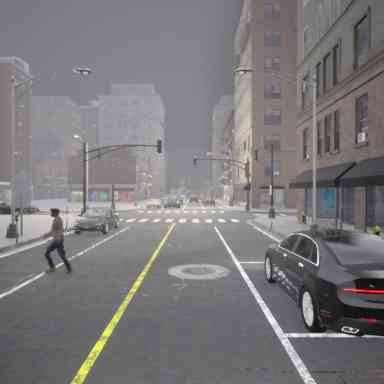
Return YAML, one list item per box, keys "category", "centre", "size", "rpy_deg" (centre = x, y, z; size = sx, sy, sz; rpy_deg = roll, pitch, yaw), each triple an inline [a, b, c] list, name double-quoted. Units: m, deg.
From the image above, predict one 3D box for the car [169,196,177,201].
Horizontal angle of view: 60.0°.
- category: "car"
  centre: [-4.975, 1.589, 85.416]
  size: [1.802, 1.307, 4.206]
  rpy_deg: [0, 0, 0]

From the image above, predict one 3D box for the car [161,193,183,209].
- category: "car"
  centre: [-2.603, 1.355, 44.459]
  size: [2.097, 1.767, 4.553]
  rpy_deg: [0, 0, -1]

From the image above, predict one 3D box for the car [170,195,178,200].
- category: "car"
  centre: [-4.948, 1.533, 90.907]
  size: [1.752, 1.417, 4.829]
  rpy_deg: [0, 0, 0]

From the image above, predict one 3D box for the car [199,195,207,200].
- category: "car"
  centre: [3.077, 1.559, 91.038]
  size: [2.008, 1.369, 4.403]
  rpy_deg: [0, 0, 0]

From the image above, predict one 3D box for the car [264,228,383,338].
- category: "car"
  centre: [2.782, 1.506, 6.773]
  size: [1.837, 1.490, 4.892]
  rpy_deg: [0, 0, 0]

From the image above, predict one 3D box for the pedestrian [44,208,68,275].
- category: "pedestrian"
  centre: [-3.619, 1.293, 8.849]
  size: [0.375, 1.860, 0.375]
  rpy_deg: [0, 0, -8]

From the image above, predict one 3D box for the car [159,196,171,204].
- category: "car"
  centre: [-5.085, 1.554, 62.768]
  size: [2.008, 1.369, 4.403]
  rpy_deg: [0, 0, 0]

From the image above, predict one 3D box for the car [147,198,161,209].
- category: "car"
  centre: [-5.168, 1.527, 45.612]
  size: [1.752, 1.417, 4.829]
  rpy_deg: [0, 0, 0]

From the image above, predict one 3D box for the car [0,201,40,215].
- category: "car"
  centre: [-16.621, 1.524, 30.651]
  size: [4.718, 1.301, 1.895]
  rpy_deg: [0, 0, 0]

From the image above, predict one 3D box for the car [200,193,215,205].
- category: "car"
  centre: [2.913, 1.443, 57.067]
  size: [1.967, 1.590, 4.097]
  rpy_deg: [0, 0, 0]

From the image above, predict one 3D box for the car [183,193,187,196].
- category: "car"
  centre: [-2.388, 1.231, 74.915]
  size: [2.150, 2.045, 5.566]
  rpy_deg: [0, 0, 0]

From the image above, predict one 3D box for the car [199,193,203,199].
- category: "car"
  centre: [2.940, 1.319, 62.729]
  size: [2.192, 1.841, 5.009]
  rpy_deg: [0, 0, 0]

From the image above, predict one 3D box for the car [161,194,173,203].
- category: "car"
  centre: [-5.057, 1.320, 68.430]
  size: [2.192, 1.841, 5.009]
  rpy_deg: [0, 0, 0]

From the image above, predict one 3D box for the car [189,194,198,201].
- category: "car"
  centre: [0.414, 1.362, 85.813]
  size: [2.097, 1.767, 4.553]
  rpy_deg: [0, 0, 0]

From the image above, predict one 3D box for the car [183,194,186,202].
- category: "car"
  centre: [-2.540, 1.508, 59.327]
  size: [1.837, 1.490, 4.892]
  rpy_deg: [0, 0, 1]

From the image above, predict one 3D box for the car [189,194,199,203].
- category: "car"
  centre: [0.353, 1.506, 70.212]
  size: [1.837, 1.490, 4.892]
  rpy_deg: [0, 0, 0]

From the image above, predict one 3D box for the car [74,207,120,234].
- category: "car"
  centre: [-5.297, 1.551, 18.937]
  size: [2.008, 1.369, 4.403]
  rpy_deg: [0, 0, 0]
